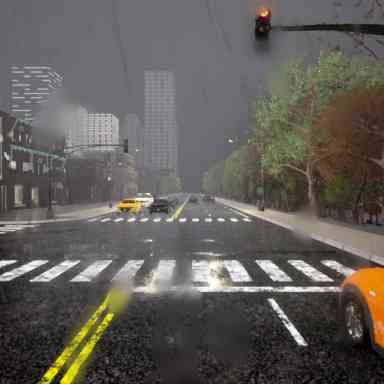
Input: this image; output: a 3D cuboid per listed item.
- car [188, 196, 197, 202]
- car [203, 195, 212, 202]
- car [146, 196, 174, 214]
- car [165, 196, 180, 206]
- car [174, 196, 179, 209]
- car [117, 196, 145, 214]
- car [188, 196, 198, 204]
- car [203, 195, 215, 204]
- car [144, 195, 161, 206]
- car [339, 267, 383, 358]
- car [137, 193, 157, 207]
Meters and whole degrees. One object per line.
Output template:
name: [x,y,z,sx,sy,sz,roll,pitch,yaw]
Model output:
car: [0.165,1.565,74.941,1.895,1.301,4.718,0,0,0]
car: [3.415,1.447,74.889,1.882,1.535,5.008,0,0,0]
car: [-3.270,1.467,34.913,1.882,1.535,5.008,0,0,0]
car: [-3.215,1.472,54.951,2.128,1.511,4.902,0,0,0]
car: [-3.243,1.548,44.923,1.994,1.385,4.181,0,0,0]
car: [-6.517,1.467,34.900,1.882,1.535,5.008,0,0,0]
car: [0.238,1.523,64.448,2.033,1.411,5.357,0,0,1]
car: [3.488,1.467,64.724,2.128,1.511,4.902,0,0,0]
car: [-6.465,1.332,54.799,2.097,1.767,4.553,0,0,0]
car: [3.359,1.351,3.408,2.097,1.767,4.553,0,0,0]
car: [-6.492,1.206,44.838,2.150,2.045,5.566,0,0,0]
